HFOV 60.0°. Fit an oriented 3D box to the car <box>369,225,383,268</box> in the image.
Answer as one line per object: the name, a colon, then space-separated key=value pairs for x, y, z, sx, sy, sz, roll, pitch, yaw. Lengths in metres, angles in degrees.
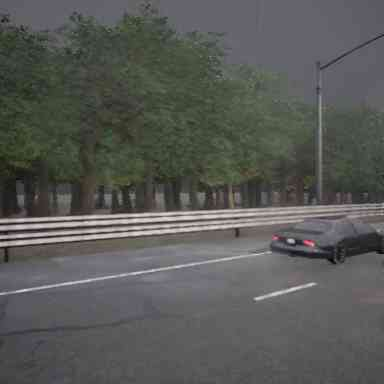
car: x=7.138 y=1.554 z=8.837 sx=5.357 sy=1.411 sz=2.033 roll=0 pitch=0 yaw=-35

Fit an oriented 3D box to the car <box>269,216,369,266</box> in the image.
car: x=5.076 y=1.553 z=11.666 sx=5.357 sy=1.411 sz=2.033 roll=0 pitch=0 yaw=-35
